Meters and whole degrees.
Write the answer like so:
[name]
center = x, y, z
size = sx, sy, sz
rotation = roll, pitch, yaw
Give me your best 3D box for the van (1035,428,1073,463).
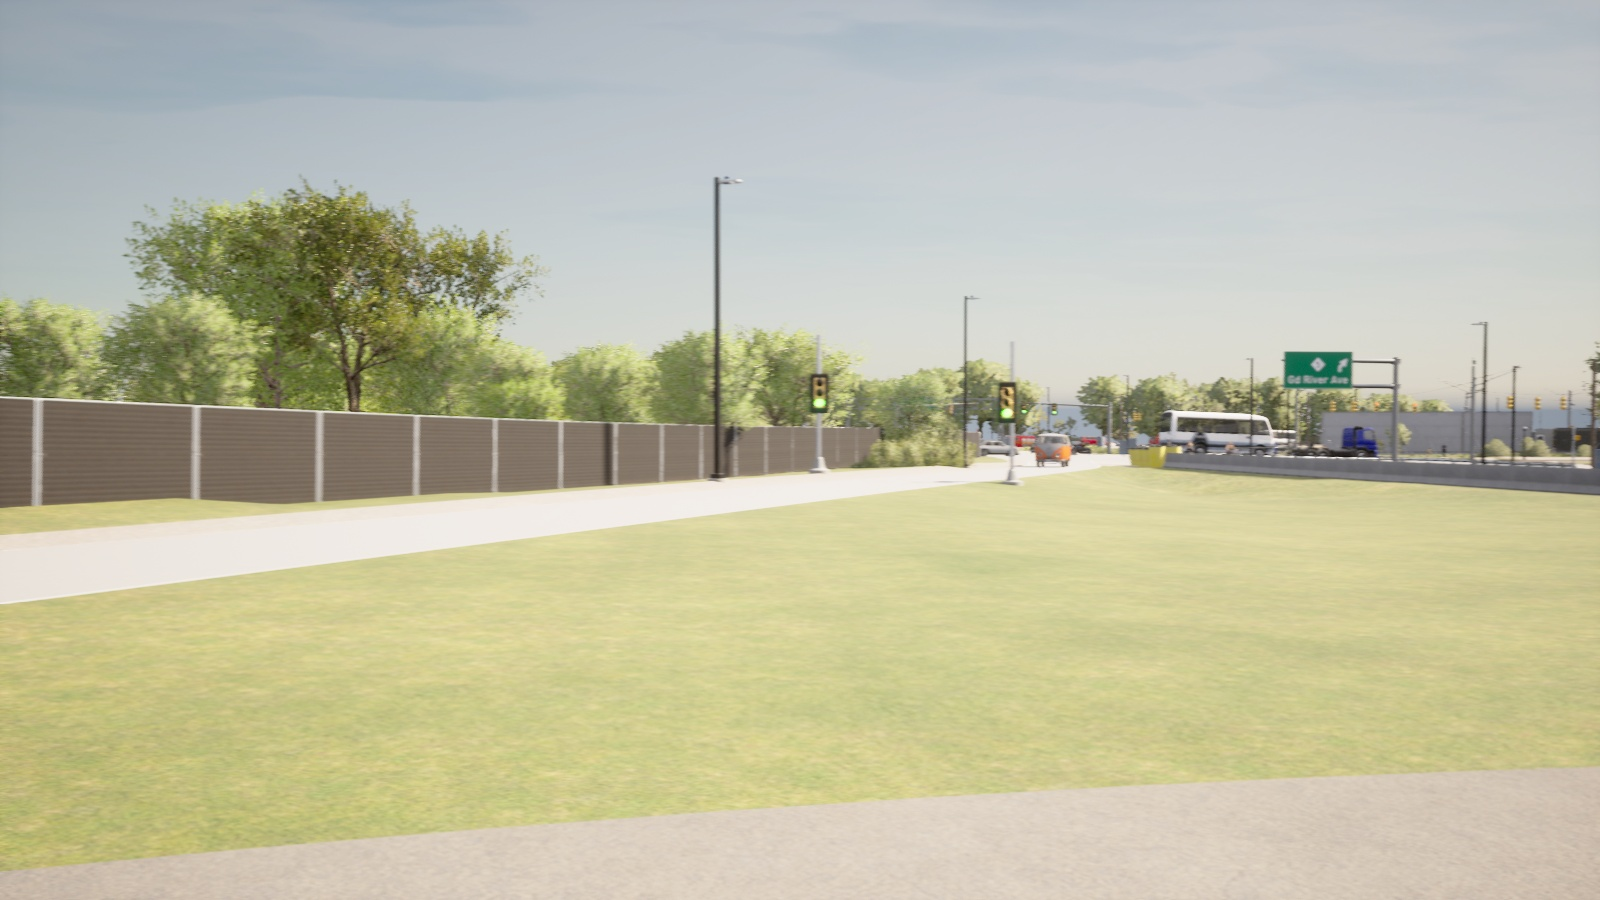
[van]
center = 15.142, -0.292, 74.662
size = 1.775, 1.987, 4.442
rotation = -1, 0, 17
